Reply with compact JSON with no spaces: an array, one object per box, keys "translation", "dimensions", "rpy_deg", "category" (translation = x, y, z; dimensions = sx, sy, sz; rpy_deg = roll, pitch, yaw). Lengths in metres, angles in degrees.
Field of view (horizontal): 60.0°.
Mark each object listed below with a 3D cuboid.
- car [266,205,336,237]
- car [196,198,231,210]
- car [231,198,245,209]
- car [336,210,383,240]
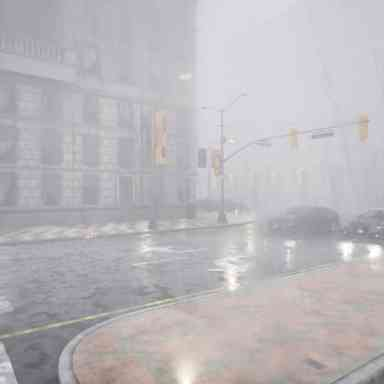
[{"translation":[6.150,1.504,18.201],"dimensions":[4.892,1.490,1.837],"rpy_deg":[0,0,-35],"category":"car"},{"translation":[2.172,1.491,42.570],"dimensions":[2.128,1.511,4.902],"rpy_deg":[0,0,-36],"category":"car"},{"translation":[5.037,1.525,44.581],"dimensions":[1.812,1.442,4.674],"rpy_deg":[0,0,-36],"category":"car"},{"translation":[9.146,1.563,16.036],"dimensions":[4.181,1.385,1.994],"rpy_deg":[0,0,-35],"category":"car"}]
